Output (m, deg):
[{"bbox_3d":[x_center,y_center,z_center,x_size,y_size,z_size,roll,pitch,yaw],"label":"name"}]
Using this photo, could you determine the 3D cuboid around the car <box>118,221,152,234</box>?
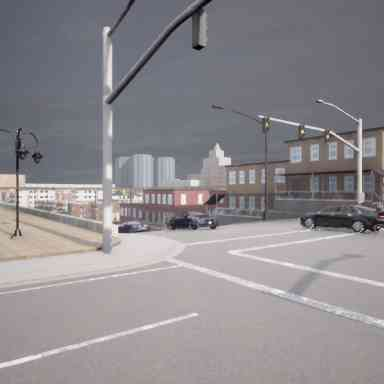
[{"bbox_3d":[-5.836,3.502,32.125,1.812,1.442,4.674,0,-12,-37],"label":"car"}]

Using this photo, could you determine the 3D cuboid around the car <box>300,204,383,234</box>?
[{"bbox_3d":[8.507,1.446,18.868,1.837,1.490,4.892,0,0,-36],"label":"car"}]

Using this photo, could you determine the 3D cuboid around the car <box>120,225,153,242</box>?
[{"bbox_3d":[-6.631,4.945,39.440,1.895,1.301,4.718,0,-12,-36],"label":"car"}]

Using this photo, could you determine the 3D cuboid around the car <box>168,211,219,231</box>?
[{"bbox_3d":[0.031,2.051,24.150,1.994,1.385,4.181,0,-4,-36],"label":"car"}]
